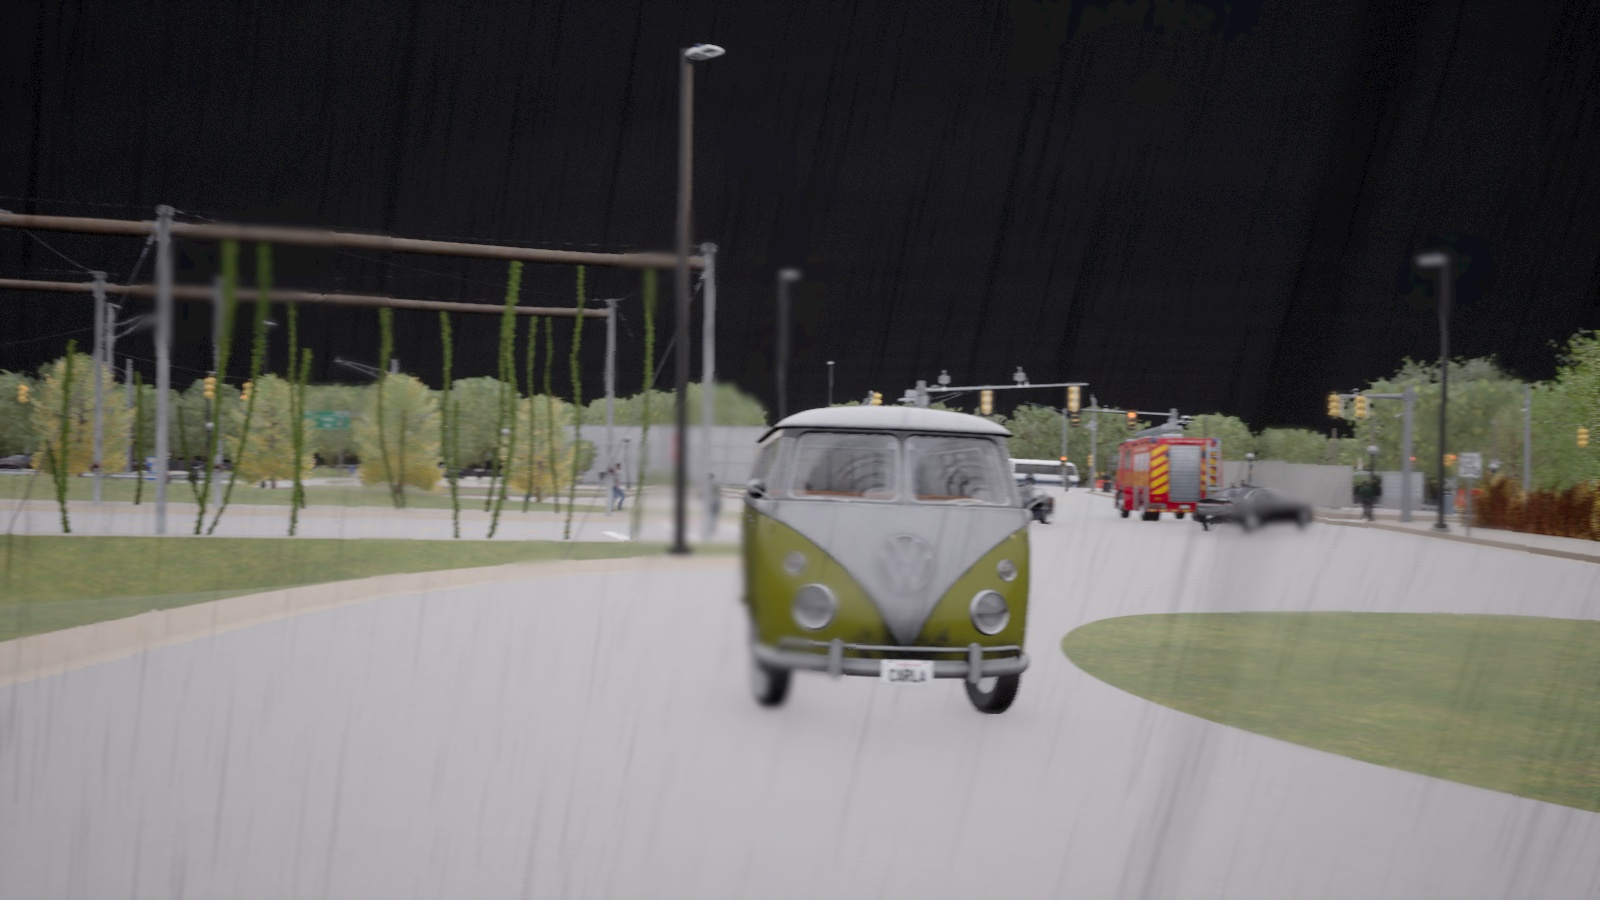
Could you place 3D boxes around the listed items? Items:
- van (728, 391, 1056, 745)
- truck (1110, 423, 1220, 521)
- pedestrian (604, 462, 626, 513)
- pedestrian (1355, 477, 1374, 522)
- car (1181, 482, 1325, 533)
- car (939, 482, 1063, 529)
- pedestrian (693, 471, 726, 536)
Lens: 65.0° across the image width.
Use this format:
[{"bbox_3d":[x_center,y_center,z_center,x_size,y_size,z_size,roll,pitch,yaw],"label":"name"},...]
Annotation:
[{"bbox_3d":[0.415,0.735,9.436,1.775,1.987,4.442,2,-1,-4],"label":"van"},{"bbox_3d":[15.358,0.997,53.529,2.891,3.827,8.468,1,-2,5],"label":"truck"},{"bbox_3d":[-6.728,1.358,45.720,0.706,1.836,0.354,1,0,-20],"label":"pedestrian"},{"bbox_3d":[24.611,2.140,54.738,0.423,1.949,0.788,1,0,-5],"label":"pedestrian"},{"bbox_3d":[15.393,1.907,42.591,4.902,1.511,2.128,0,0,-35],"label":"car"},{"bbox_3d":[7.376,1.966,45.754,2.163,1.488,4.792,0,0,42],"label":"car"},{"bbox_3d":[-2.644,1.547,36.470,0.874,1.855,0.900,1,0,-8],"label":"pedestrian"}]
